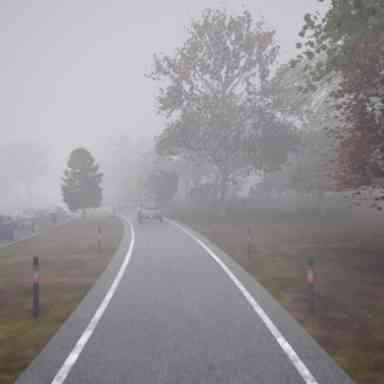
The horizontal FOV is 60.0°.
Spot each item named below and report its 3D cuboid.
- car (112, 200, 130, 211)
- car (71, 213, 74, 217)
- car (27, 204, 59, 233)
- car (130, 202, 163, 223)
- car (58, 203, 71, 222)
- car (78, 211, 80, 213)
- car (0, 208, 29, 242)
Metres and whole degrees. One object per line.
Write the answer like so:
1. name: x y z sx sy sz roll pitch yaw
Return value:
1. car: -8.872 1.702 42.084 1.895 1.301 4.718 -1 0 -23
2. car: -13.117 1.924 33.733 2.002 1.452 4.674 0 0 -13
3. car: -10.775 1.807 22.024 2.231 1.521 4.892 0 -1 -8
4. car: -3.456 1.530 26.046 2.128 1.511 4.902 -1 0 -14
5. car: -11.801 1.854 27.641 2.097 1.535 5.008 0 -1 -11
6. car: -15.848 1.917 43.908 2.097 1.535 5.008 -2 0 -15
7. car: -9.920 1.770 15.755 2.097 1.535 5.008 0 -1 -7
